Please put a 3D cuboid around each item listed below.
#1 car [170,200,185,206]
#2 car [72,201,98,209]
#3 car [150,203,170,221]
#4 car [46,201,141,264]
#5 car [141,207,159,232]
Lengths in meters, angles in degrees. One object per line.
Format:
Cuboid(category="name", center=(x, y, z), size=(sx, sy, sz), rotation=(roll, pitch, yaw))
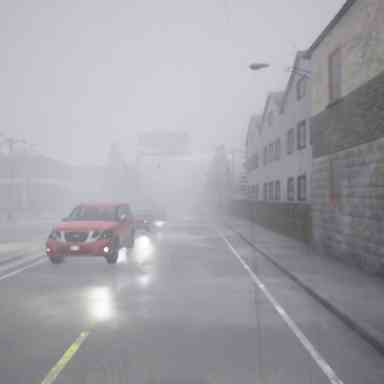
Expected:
Cuboid(category="car", center=(-4.006, 2.876, 87.706), size=(4.181, 1.385, 1.994), rotation=(-2, -2, 28))
Cuboid(category="car", center=(-22.175, 2.733, 68.977), size=(4.611, 1.667, 2.242), rotation=(0, -1, 0))
Cuboid(category="car", center=(-3.556, 2.062, 32.752), size=(1.994, 1.385, 4.181), rotation=(0, -1, 1))
Cuboid(category="car", center=(-3.600, 1.411, 12.995), size=(2.150, 2.045, 5.566), rotation=(0, -1, 0))
Cuboid(category="car", center=(-3.597, 1.943, 22.789), size=(1.895, 1.301, 4.718), rotation=(0, -1, 0))
